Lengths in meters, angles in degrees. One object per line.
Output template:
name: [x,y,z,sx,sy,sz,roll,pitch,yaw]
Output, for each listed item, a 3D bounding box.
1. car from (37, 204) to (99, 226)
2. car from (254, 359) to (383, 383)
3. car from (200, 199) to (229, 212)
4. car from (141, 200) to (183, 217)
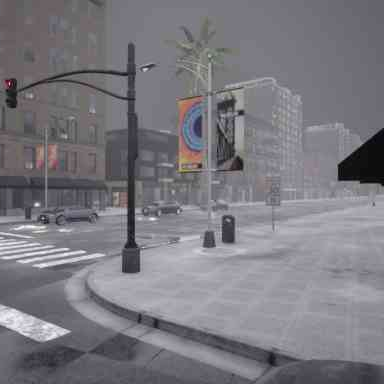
car: [-8.810,1.580,23.852,1.994,1.385,4.181,0,0,35]
car: [2.141,1.551,1.323,4.403,1.369,2.008,0,0,35]
car: [2.854,1.580,40.391,1.812,1.442,4.674,0,0,35]
car: [-2.858,1.539,32.301,1.837,1.490,4.892,0,0,35]
